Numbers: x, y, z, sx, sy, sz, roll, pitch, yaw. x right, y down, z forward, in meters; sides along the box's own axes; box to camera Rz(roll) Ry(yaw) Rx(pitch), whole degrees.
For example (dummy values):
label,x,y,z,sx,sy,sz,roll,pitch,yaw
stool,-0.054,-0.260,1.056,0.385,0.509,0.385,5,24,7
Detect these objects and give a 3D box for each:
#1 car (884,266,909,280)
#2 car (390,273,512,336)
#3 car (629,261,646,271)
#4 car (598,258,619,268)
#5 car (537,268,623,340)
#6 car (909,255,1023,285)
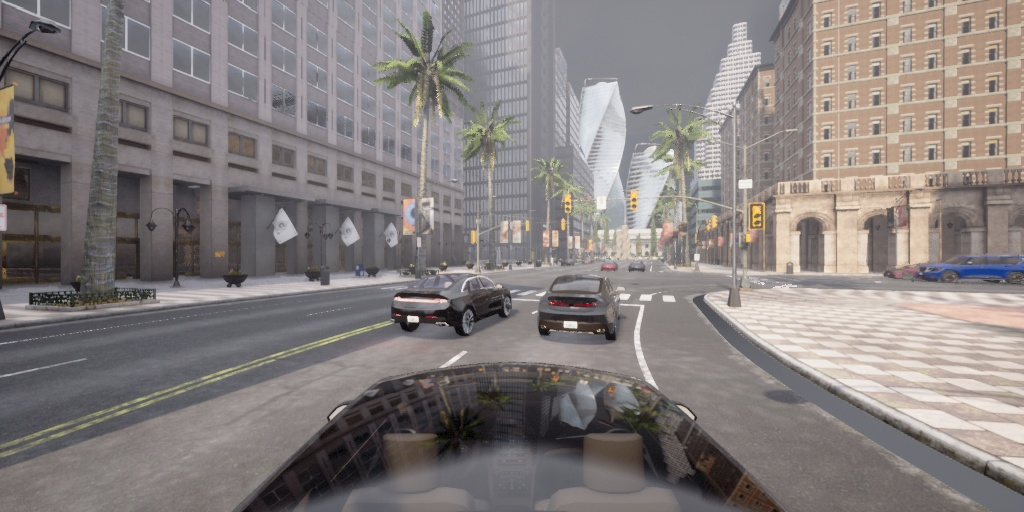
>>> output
label,x,y,z,sx,sy,sz,roll,pitch,yaw
car,33.610,1.313,29.495,4.181,1.385,1.994,0,0,21
car,-1.482,1.241,10.541,2.128,1.511,4.902,0,0,19
car,16.659,1.313,47.684,1.994,1.385,4.181,0,0,22
car,13.429,1.313,49.032,1.994,1.385,4.181,0,0,22
car,2.042,1.255,10.123,1.837,1.490,4.892,0,0,18
car,33.245,0.971,25.878,5.566,2.045,2.150,0,0,21
